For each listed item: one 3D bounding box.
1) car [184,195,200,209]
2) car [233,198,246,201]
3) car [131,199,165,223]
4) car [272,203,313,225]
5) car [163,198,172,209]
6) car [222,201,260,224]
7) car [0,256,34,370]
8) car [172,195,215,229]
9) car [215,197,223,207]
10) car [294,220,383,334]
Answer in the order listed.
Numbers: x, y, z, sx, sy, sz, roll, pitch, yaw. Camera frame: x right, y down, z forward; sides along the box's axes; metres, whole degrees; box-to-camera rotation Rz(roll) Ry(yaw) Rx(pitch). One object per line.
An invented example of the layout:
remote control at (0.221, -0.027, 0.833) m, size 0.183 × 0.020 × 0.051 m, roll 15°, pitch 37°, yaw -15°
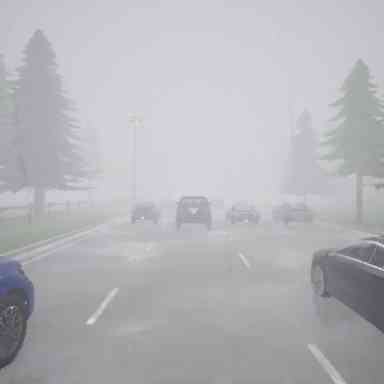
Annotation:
car at (0.026, 1.366, 46.589) m, size 2.097 × 1.767 × 4.553 m, roll 0°, pitch 0°, yaw 1°
car at (7.046, 1.580, 48.608) m, size 1.994 × 1.385 × 4.181 m, roll 0°, pitch 0°, yaw 1°
car at (-3.402, 1.513, 25.400) m, size 1.837 × 1.490 × 4.892 m, roll 0°, pitch 0°, yaw 0°
car at (7.099, 1.499, 23.896) m, size 2.128 × 1.511 × 4.902 m, roll 0°, pitch 0°, yaw 0°
car at (-3.473, 1.562, 46.539) m, size 2.033 × 1.411 × 5.357 m, roll 0°, pitch 0°, yaw 1°
car at (3.598, 1.608, 24.462) m, size 1.895 × 1.301 × 4.718 m, roll 0°, pitch 0°, yaw 0°
car at (-3.400, 1.222, 2.543) m, size 2.150 × 2.045 × 5.566 m, roll 0°, pitch 0°, yaw 0°
car at (0.098, 1.228, 21.792) m, size 2.150 × 2.045 × 5.566 m, roll 0°, pitch 0°, yaw 0°
car at (3.545, 1.507, 48.193) m, size 2.128 × 1.511 × 4.902 m, roll 0°, pitch 0°, yaw 1°
car at (3.600, 1.494, 5.624) m, size 2.128 × 1.511 × 4.902 m, roll 0°, pitch 0°, yaw 0°
